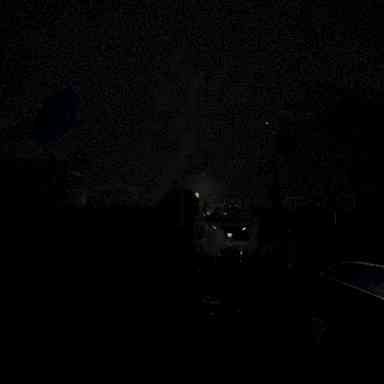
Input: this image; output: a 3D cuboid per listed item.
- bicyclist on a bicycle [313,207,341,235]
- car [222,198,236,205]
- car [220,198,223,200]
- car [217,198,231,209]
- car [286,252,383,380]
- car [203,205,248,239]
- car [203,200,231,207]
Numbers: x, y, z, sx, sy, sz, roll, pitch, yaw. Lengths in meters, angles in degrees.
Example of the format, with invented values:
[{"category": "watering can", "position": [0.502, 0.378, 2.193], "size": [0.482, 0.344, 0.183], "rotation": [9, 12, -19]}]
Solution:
[{"category": "bicyclist on a bicycle", "position": [7.848, 1.710, 19.322], "size": [1.656, 1.620, 0.582], "rotation": [1, -1, 1]}, {"category": "car", "position": [5.354, 1.993, 48.179], "size": [1.994, 1.385, 4.181], "rotation": [1, -1, 2]}, {"category": "car", "position": [2.324, 1.797, 41.419], "size": [2.128, 1.511, 4.902], "rotation": [1, -1, 2]}, {"category": "car", "position": [5.554, 1.892, 58.065], "size": [2.097, 1.767, 4.553], "rotation": [1, -1, 1]}, {"category": "car", "position": [2.987, 1.543, 3.646], "size": [2.128, 1.511, 4.902], "rotation": [1, 0, -18]}, {"category": "car", "position": [1.845, 1.665, 18.418], "size": [2.033, 1.411, 5.357], "rotation": [1, 0, 1]}, {"category": "car", "position": [2.053, 1.725, 29.243], "size": [1.812, 1.442, 4.674], "rotation": [1, 0, 1]}]
